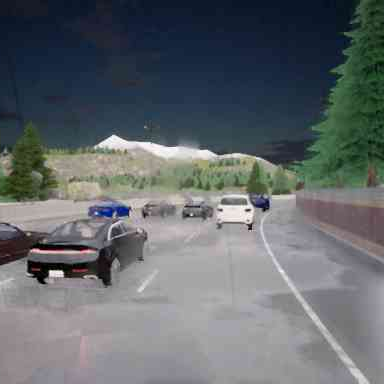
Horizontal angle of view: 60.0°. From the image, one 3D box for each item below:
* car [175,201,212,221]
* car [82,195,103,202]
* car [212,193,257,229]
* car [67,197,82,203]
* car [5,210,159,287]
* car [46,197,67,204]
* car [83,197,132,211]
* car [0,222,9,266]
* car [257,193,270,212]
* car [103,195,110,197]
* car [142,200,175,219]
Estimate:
[{"bbox_3d":[0.557,1.458,26.955,2.128,1.511,4.902,0,0,14],"label":"car"},{"bbox_3d":[-14.109,1.279,50.836,2.097,1.767,4.553,0,0,21],"label":"car"},{"bbox_3d":[2.914,1.199,21.575,2.150,2.045,5.566,0,0,12],"label":"car"},{"bbox_3d":[-17.123,1.491,52.755,1.994,1.385,4.181,0,0,21],"label":"car"},{"bbox_3d":[-2.558,1.478,9.318,2.128,1.511,4.902,0,0,6],"label":"car"},{"bbox_3d":[-20.850,1.522,52.805,1.895,1.301,4.718,0,0,21],"label":"car"},{"bbox_3d":[-6.565,1.439,27.254,1.882,1.535,5.008,0,0,13],"label":"car"},{"bbox_3d":[-6.107,1.532,9.435,2.033,1.411,5.357,0,0,6],"label":"car"},{"bbox_3d":[7.757,1.180,38.797,2.150,2.045,5.566,0,0,20],"label":"car"},{"bbox_3d":[-10.800,1.458,49.692,1.812,1.442,4.674,0,0,21],"label":"car"},{"bbox_3d":[-2.690,1.455,28.358,2.128,1.511,4.902,0,0,14],"label":"car"}]
